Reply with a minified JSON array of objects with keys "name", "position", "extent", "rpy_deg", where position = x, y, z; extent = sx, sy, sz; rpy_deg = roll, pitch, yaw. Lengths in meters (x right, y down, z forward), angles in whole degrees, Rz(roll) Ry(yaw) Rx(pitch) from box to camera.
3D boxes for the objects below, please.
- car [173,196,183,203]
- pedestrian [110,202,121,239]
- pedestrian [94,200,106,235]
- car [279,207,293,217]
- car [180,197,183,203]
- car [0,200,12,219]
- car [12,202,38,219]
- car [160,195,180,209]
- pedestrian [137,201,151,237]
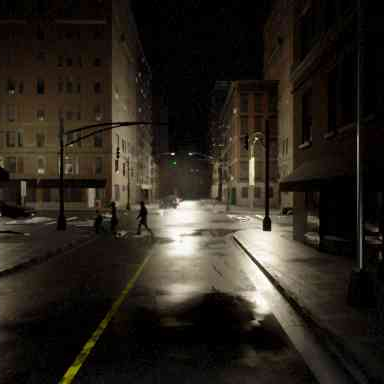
[{"name":"car","position":[-2.935,1.565,68.794],"extent":[1.895,1.301,4.718],"rpy_deg":[0,0,0]},{"name":"pedestrian","position":[-3.688,1.290,15.765],"extent":[0.375,1.860,0.375],"rpy_deg":[0,0,0]},{"name":"pedestrian","position":[-4.775,1.287,17.060],"extent":[0.375,1.860,0.375],"rpy_deg":[0,0,0]},{"name":"car","position":[10.977,1.794,32.619],"extent":[4.718,1.301,1.895],"rpy_deg":[1,0,0]},{"name":"car","position":[-3.061,1.328,53.604],"extent":[2.097,1.767,4.553],"rpy_deg":[0,0,0]},{"name":"car","position":[-15.445,1.279,22.757],"extent":[4.892,1.490,1.837],"rpy_deg":[1,0,0]},{"name":"car","position":[-15.019,1.327,26.030],"extent":[5.357,1.411,2.033],"rpy_deg":[1,0,4]},{"name":"car","position":[-3.050,1.334,43.962],"extent":[2.097,1.767,4.553],"rpy_deg":[0,0,-1]},{"name":"pedestrian","position":[-2.386,1.287,16.461],"extent":[0.375,1.860,0.375],"rpy_deg":[0,0,0]}]
